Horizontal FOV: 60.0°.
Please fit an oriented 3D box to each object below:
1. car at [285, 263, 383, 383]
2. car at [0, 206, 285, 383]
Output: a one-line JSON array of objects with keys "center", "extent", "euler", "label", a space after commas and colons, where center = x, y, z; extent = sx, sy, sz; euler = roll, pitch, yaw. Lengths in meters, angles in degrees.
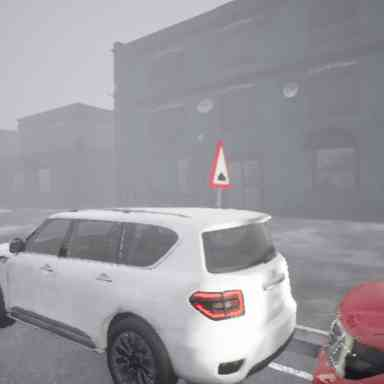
[{"center": [3.615, 1.231, 1.770], "extent": [5.566, 2.045, 2.150], "euler": [0, 0, 36], "label": "car"}, {"center": [-1.262, 1.240, 5.266], "extent": [5.566, 2.045, 2.150], "euler": [0, 0, 36], "label": "car"}]
